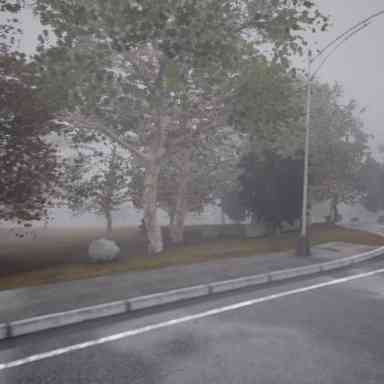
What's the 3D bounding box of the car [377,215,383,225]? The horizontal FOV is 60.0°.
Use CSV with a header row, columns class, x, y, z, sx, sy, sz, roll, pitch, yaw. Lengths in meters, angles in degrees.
class,x,y,z,sx,sy,sz,roll,pitch,yaw
car,25.132,3.357,41.324,5.008,1.535,1.882,4,-2,-29
